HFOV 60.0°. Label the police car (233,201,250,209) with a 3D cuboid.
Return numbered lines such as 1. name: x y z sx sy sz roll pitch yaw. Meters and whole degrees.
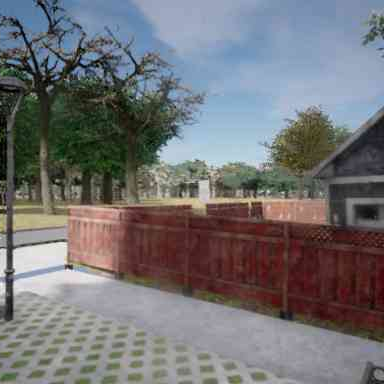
1. police car: 5.380 1.916 41.501 2.038 1.542 4.974 -2 -2 34
